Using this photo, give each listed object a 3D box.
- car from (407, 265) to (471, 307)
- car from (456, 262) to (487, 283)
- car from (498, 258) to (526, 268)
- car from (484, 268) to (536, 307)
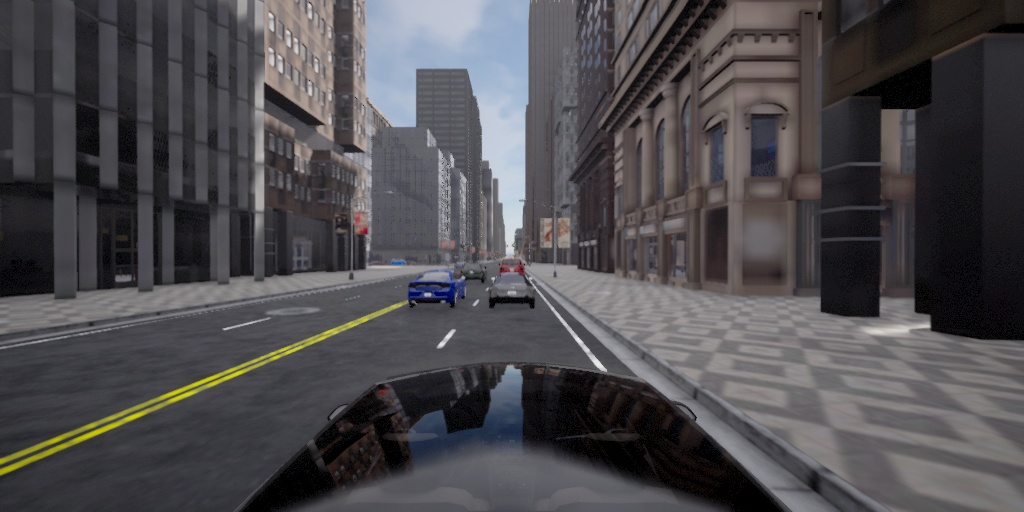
[{"bbox_3d":[-3.251,1.352,16.316,1.882,1.535,5.008,0,0,0],"label":"car"},{"bbox_3d":[-3.258,1.344,30.921,2.097,1.767,4.553,0,-1,0],"label":"car"},{"bbox_3d":[-0.008,1.210,30.869,2.150,2.045,5.566,0,0,0],"label":"car"},{"bbox_3d":[-0.001,1.437,16.167,1.994,1.385,4.181,0,0,0],"label":"car"}]
